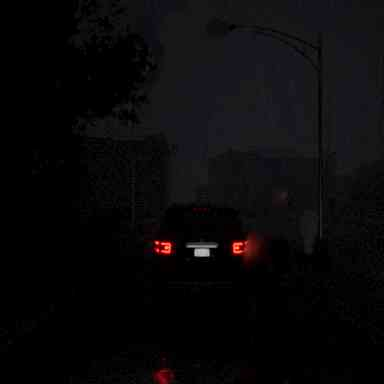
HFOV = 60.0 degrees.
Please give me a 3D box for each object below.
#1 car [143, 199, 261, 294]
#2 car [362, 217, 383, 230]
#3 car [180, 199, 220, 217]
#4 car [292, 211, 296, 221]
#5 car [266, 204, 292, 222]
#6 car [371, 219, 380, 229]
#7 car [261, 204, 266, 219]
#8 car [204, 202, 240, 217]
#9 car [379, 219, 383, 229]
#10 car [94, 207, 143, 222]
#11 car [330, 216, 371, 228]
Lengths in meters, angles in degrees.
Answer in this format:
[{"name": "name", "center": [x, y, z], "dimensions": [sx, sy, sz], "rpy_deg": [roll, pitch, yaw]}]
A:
[{"name": "car", "center": [0.232, 1.322, 9.151], "dimensions": [2.150, 2.045, 5.566], "rpy_deg": [0, -1, 1]}, {"name": "car", "center": [27.339, 4.548, 47.322], "dimensions": [1.946, 1.575, 5.366], "rpy_deg": [6, -3, -31]}, {"name": "car", "center": [0.945, 1.923, 41.827], "dimensions": [2.435, 2.045, 5.566], "rpy_deg": [1, -2, -31]}, {"name": "car", "center": [12.574, 3.139, 44.440], "dimensions": [1.946, 1.575, 5.366], "rpy_deg": [6, -3, -31]}, {"name": "car", "center": [9.757, 2.611, 43.673], "dimensions": [2.435, 2.045, 5.566], "rpy_deg": [7, -3, -32]}, {"name": "car", "center": [24.473, 4.310, 46.603], "dimensions": [2.002, 1.452, 4.674], "rpy_deg": [7, -3, -31]}, {"name": "car", "center": [6.772, 2.451, 43.048], "dimensions": [2.185, 1.767, 4.553], "rpy_deg": [6, -3, -32]}, {"name": "car", "center": [3.811, 2.207, 42.482], "dimensions": [2.185, 1.767, 4.553], "rpy_deg": [4, -3, -32]}, {"name": "car", "center": [24.175, 3.928, 37.225], "dimensions": [5.008, 1.535, 1.882], "rpy_deg": [6, -2, -12]}, {"name": "car", "center": [-6.705, 2.171, 32.328], "dimensions": [5.357, 1.411, 2.033], "rpy_deg": [-2, -1, 3]}, {"name": "car", "center": [21.514, 4.027, 46.022], "dimensions": [2.002, 1.452, 4.674], "rpy_deg": [6, -3, -31]}]
